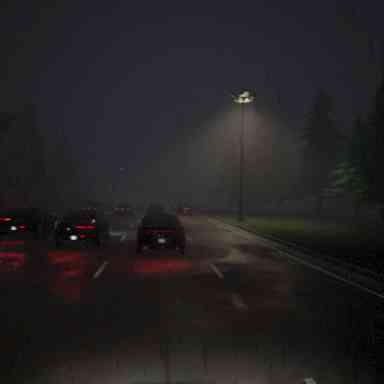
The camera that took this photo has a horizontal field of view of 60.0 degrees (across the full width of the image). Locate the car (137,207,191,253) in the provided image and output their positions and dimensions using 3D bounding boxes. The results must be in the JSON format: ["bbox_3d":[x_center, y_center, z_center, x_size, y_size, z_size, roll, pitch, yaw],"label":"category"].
[{"bbox_3d":[-1.381,1.658,14.618,1.882,1.535,5.008,2,-1,-7],"label":"car"}]

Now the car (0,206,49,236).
[{"bbox_3d":[-8.866,1.529,18.440,1.837,1.490,4.892,2,-1,-7],"label":"car"}]

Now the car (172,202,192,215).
[{"bbox_3d":[-1.084,2.098,41.696,1.837,1.490,4.892,2,-1,-7],"label":"car"}]

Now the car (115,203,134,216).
[{"bbox_3d":[-7.495,1.889,37.077,2.033,1.411,5.357,2,-1,-7],"label":"car"}]

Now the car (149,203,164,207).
[{"bbox_3d":[-3.528,1.903,33.224,1.837,1.490,4.892,2,0,-7],"label":"car"}]

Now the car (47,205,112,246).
[{"bbox_3d":[-5.042,1.601,15.820,1.837,1.490,4.892,2,0,-7],"label":"car"}]

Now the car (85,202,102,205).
[{"bbox_3d":[-11.063,1.794,37.486,2.033,1.411,5.357,2,-1,-7],"label":"car"}]
